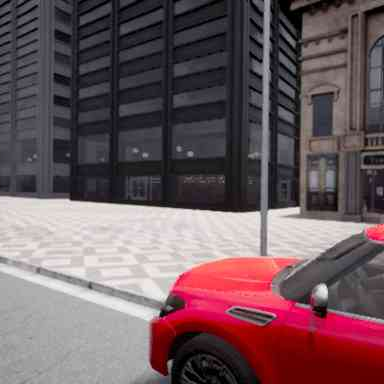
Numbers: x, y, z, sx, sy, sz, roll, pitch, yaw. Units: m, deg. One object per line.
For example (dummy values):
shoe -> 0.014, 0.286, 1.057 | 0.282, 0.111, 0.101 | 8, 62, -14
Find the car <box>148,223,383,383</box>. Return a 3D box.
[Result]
car -> 2.196, 1.237, 2.776 | 5.566, 2.045, 2.150 | 2, 1, 35
